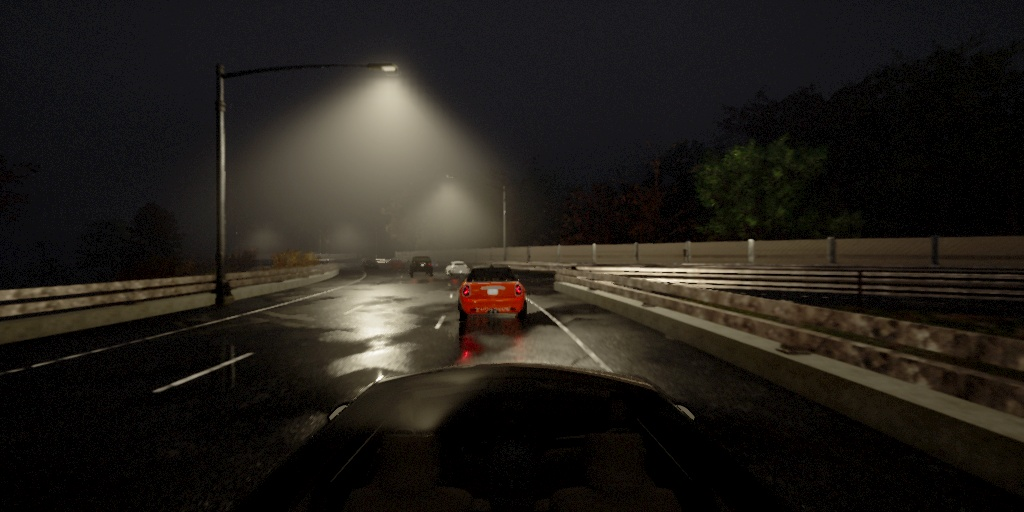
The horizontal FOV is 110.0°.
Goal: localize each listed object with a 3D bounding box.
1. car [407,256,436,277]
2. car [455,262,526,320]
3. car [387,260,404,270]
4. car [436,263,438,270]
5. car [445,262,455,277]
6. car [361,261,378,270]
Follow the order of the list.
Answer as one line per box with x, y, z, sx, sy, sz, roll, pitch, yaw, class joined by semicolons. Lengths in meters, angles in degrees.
-9.548;1.004;37.098;2.150;2.045;5.566;0;0;-20;car
-0.797;1.100;12.877;2.097;1.767;4.553;0;0;-6;car
-18.224;1.298;55.952;1.882;1.535;5.008;0;0;-29;car
-12.288;1.315;52.546;2.033;1.411;5.357;1;0;-27;car
-5.502;1.287;35.841;1.812;1.442;4.674;0;0;-18;car
-21.996;1.406;55.444;1.994;1.385;4.181;0;0;-31;car
